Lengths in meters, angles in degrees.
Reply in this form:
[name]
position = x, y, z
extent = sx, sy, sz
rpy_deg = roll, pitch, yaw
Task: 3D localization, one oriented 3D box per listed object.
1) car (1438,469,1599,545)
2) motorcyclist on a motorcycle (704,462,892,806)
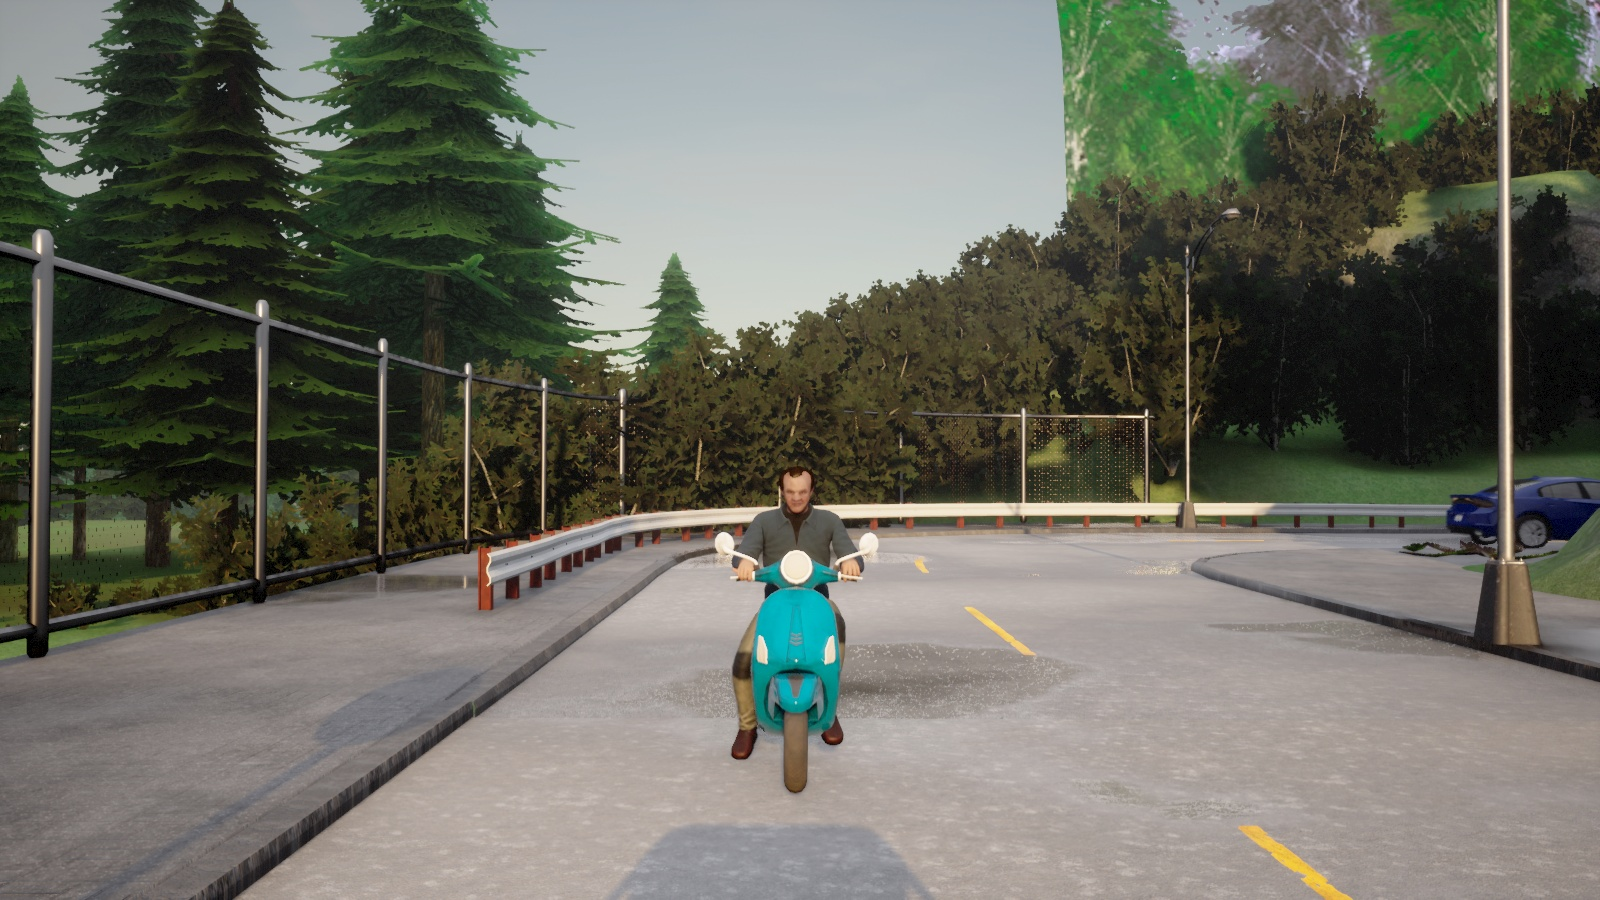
[car]
position = 16.525, 1.173, 26.649
extent = 5.008, 1.535, 1.882
rpy_deg = 0, -1, 0
[motorcyclist on a motorcycle]
position = -0.012, 0.881, 6.764
extent = 0.866, 1.590, 1.817
rpy_deg = 0, -2, 0
